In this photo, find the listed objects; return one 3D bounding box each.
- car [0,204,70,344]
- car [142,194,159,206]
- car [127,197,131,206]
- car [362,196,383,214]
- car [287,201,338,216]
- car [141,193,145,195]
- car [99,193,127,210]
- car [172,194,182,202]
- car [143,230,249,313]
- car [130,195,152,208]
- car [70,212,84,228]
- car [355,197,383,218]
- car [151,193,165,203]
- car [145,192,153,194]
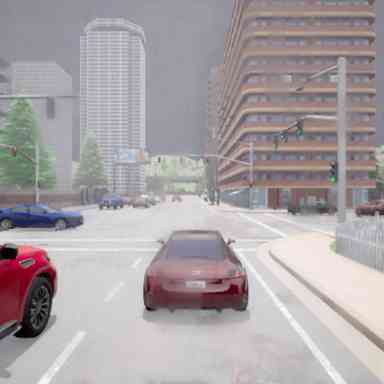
[{"bbox_3d":[-3.432,1.220,3.461,2.150,2.045,5.566,0,0,0],"label":"car"},{"bbox_3d":[-7.097,1.510,55.730,1.812,1.442,4.674,0,0,0],"label":"car"},{"bbox_3d":[-10.599,1.510,53.773,1.812,1.442,4.674,0,0,0],"label":"car"},{"bbox_3d":[19.860,1.287,34.142,4.553,1.767,2.097,0,0,-27],"label":"car"},{"bbox_3d":[11.418,1.536,31.297,4.718,1.301,1.895,0,0,-12],"label":"car"},{"bbox_3d":[-10.554,1.487,64.206,1.837,1.490,4.892,0,0,0],"label":"car"},{"bbox_3d":[-10.583,1.209,44.018,2.150,2.045,5.566,0,0,2],"label":"car"},{"bbox_3d":[-3.513,1.333,77.652,2.097,1.767,4.553,0,0,0],"label":"car"},{"bbox_3d":[0.092,1.562,7.738,1.994,1.385,4.181,0,0,1],"label":"car"},{"bbox_3d":[-7.090,1.512,46.872,1.812,1.442,4.674,0,0,-1],"label":"car"},{"bbox_3d":[-8.976,1.453,19.595,5.008,1.535,1.882,0,0,0],"label":"car"},{"bbox_3d":[16.573,1.414,29.026,5.008,1.535,1.882,0,0,-20],"label":"car"},{"bbox_3d":[-7.044,1.507,65.993,1.812,1.442,4.674,0,0,0],"label":"car"},{"bbox_3d":[-10.512,1.204,74.734,2.150,2.045,5.566,0,0,0],"label":"car"}]
